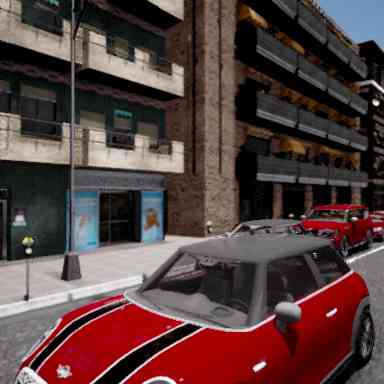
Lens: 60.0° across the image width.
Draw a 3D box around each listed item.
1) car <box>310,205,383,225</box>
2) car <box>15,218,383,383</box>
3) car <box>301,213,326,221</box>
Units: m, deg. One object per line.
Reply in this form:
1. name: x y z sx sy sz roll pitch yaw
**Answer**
1. car: 5.821 1.465 13.580 2.192 1.841 5.009 -1 -1 43
2. car: 0.456 1.402 3.967 2.097 1.767 4.553 -1 -1 44
3. car: 1.951 1.553 9.482 1.967 1.590 4.097 -1 -1 43
